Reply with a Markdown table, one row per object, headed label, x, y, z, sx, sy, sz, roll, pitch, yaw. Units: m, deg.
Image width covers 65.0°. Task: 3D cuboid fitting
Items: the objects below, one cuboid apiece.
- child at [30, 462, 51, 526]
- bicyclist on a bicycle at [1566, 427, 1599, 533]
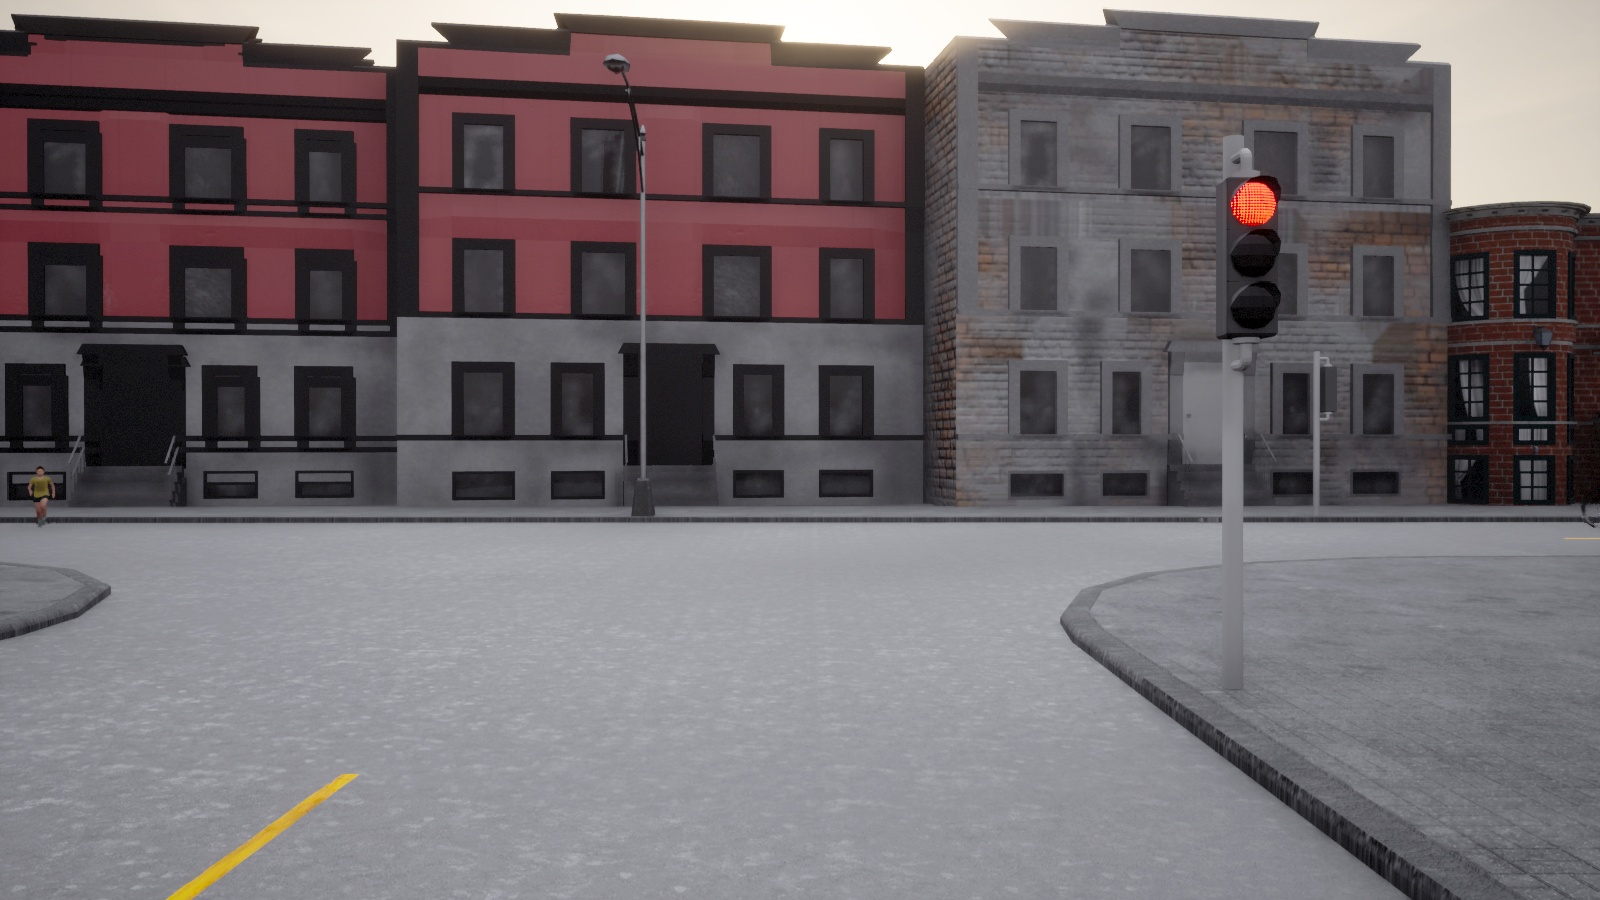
| label | x | y | z | sx | sy | sz | roll | pitch | yaw |
| --- | --- | --- | --- | --- | --- | --- | --- | --- | --- |
| child | -13.211 | 0.760 | 21.859 | 0.255 | 1.110 | 0.394 | 0 | 0 | -23 |
| bicyclist on a bicycle | 14.192 | 0.508 | 21.426 | 1.843 | 1.776 | 0.659 | 0 | 0 | 0 |
